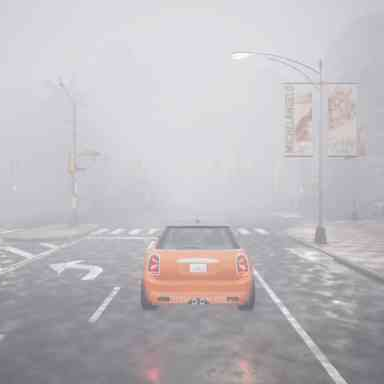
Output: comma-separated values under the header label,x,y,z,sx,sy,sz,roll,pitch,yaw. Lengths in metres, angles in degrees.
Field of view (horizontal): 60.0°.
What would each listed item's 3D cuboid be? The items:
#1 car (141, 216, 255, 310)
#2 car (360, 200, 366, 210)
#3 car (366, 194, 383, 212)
label,x,y,z,sx,sy,sz,roll,pitch,yaw
car,0.111,1.352,7.957,2.097,1.767,4.553,0,0,0
car,23.205,1.221,39.735,5.566,2.045,2.150,0,0,1
car,22.078,1.352,36.239,4.553,1.767,2.097,0,0,1
